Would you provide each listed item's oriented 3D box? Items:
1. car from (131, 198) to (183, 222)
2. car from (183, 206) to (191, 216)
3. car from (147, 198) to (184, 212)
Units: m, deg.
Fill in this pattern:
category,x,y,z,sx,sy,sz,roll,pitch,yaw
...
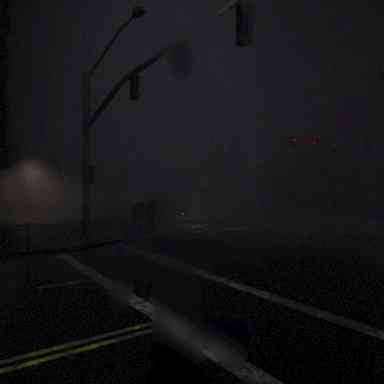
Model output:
category,x,y,z,sx,sy,sz,roll,pitch,yaw
car,-3.173,1.495,26.691,2.128,1.511,4.902,0,0,-35
car,-2.306,1.552,31.537,2.033,1.411,5.357,0,0,-35
car,-3.234,1.497,39.227,2.128,1.511,4.902,0,0,-35
